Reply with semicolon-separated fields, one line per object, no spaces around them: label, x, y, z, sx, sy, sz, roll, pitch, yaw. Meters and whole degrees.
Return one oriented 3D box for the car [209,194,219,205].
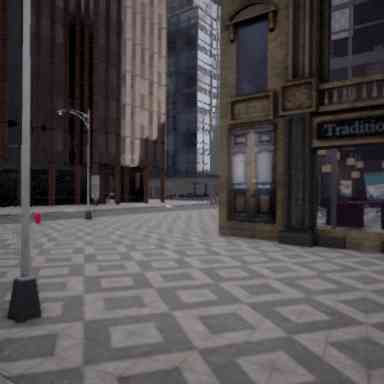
car;4.360;0.969;48.502;2.097;1.767;4.553;1;1;36
